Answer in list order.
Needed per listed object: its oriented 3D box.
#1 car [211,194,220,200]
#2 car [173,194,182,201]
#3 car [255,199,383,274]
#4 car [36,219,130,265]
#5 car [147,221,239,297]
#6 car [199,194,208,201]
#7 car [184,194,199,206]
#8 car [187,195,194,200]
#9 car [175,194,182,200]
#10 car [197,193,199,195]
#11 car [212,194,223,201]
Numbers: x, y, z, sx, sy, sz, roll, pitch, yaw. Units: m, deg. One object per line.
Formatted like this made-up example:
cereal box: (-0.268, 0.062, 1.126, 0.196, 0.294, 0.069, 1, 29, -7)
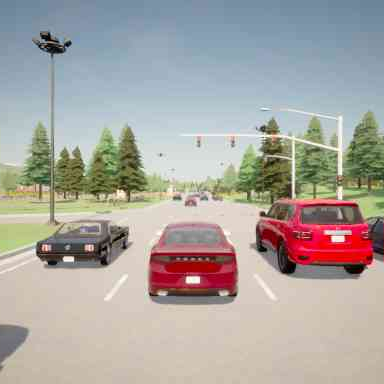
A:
car: (6.642, 1.372, 94.309, 2.033, 1.411, 5.357, 0, 0, 0)
car: (-3.818, 1.469, 83.849, 1.882, 1.535, 5.008, 0, 0, 0)
car: (3.533, 1.221, 10.698, 2.150, 2.045, 5.566, 0, 0, 0)
car: (-3.463, 1.601, 11.582, 1.895, 1.301, 4.718, 0, 0, 0)
car: (0.030, 1.478, 8.648, 1.882, 1.535, 5.008, 0, 0, 0)
car: (3.180, 1.516, 84.293, 1.812, 1.442, 4.674, 0, 0, 0)
car: (-0.201, 1.525, 53.250, 1.812, 1.442, 4.674, 0, 0, 0)
car: (-0.358, 1.427, 94.313, 1.895, 1.301, 4.718, 0, 0, 0)
car: (-3.858, 1.310, 94.269, 1.882, 1.535, 5.008, 0, 0, 0)
car: (3.142, 1.357, 94.296, 2.128, 1.511, 4.902, 0, 0, 0)
car: (6.682, 1.516, 83.889, 2.128, 1.511, 4.902, 0, 0, 0)
